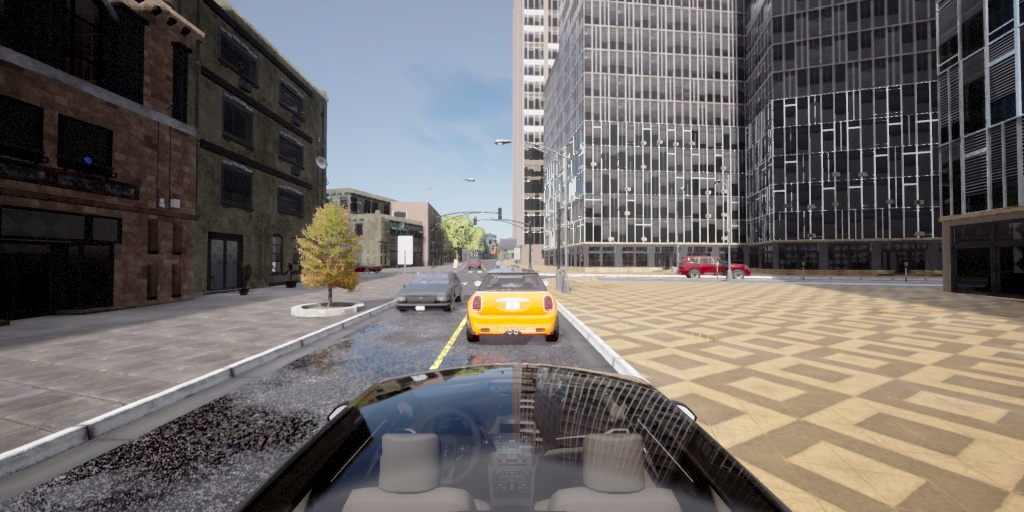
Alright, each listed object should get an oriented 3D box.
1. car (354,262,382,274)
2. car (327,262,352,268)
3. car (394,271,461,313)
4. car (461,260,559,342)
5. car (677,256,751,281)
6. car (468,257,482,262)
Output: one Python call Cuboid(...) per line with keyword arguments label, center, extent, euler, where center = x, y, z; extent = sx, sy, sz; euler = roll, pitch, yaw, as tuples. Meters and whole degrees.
Cuboid(label="car", center=(-17.547, 1.386, 41.679), extent=(4.718, 1.301, 1.895), euler=(0, -1, 18))
Cuboid(label="car", center=(-20.618, 1.317, 40.067), extent=(4.313, 1.339, 1.948), euler=(0, 0, 18))
Cuboid(label="car", center=(-3.027, 1.300, 14.249), extent=(2.033, 1.411, 5.357), euler=(0, 0, -2))
Cuboid(label="car", center=(-0.003, 1.105, 9.944), extent=(2.097, 1.767, 4.553), euler=(0, 0, -1))
Cuboid(label="car", center=(15.722, 0.938, 28.211), extent=(5.009, 1.841, 2.192), euler=(0, 0, 18))
Cuboid(label="car", center=(-5.521, 1.240, 53.297), extent=(1.882, 1.535, 5.008), euler=(0, 0, -6))
